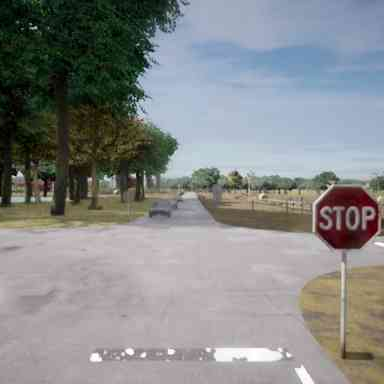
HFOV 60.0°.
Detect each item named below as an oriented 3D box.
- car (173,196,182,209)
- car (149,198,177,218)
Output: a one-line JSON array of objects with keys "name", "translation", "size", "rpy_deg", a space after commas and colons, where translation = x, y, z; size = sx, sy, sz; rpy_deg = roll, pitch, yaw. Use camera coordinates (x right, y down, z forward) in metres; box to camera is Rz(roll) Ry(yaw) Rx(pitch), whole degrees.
[{"name": "car", "translation": [-2.794, 1.489, 43.106], "size": [2.128, 1.511, 4.902], "rpy_deg": [0, 0, 0]}, {"name": "car", "translation": [-2.791, 1.554, 30.602], "size": [2.033, 1.411, 5.357], "rpy_deg": [0, 0, 0]}]
